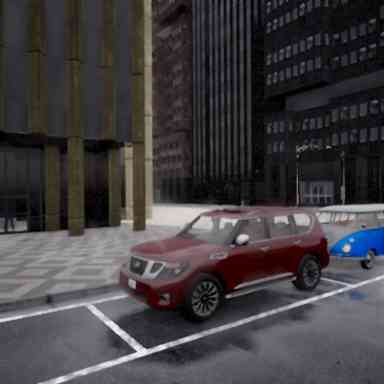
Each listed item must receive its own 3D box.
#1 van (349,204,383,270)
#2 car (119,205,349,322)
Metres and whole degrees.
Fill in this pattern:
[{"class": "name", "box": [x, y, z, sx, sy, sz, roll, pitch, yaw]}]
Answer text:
[{"class": "van", "box": [5.488, 1.293, 10.559, 3.998, 1.788, 1.690, 0, 0, -35]}, {"class": "car", "box": [0.987, 1.292, 7.354, 5.009, 1.841, 2.192, 0, 0, -35]}]
